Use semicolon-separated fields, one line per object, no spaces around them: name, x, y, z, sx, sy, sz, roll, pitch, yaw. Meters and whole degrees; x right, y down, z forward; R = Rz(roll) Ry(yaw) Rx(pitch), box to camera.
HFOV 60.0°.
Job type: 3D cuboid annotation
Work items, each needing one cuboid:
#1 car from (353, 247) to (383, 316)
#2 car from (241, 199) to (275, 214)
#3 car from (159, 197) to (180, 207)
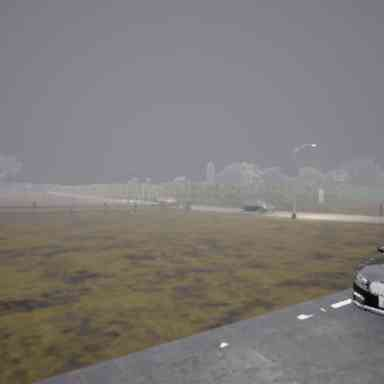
car;5.194;1.555;6.754;4.902;1.511;2.128;1;0;-35
car;8.335;1.789;42.216;2.097;1.767;4.553;-1;0;-35
car;-4.126;1.633;59.919;2.097;1.767;4.553;-1;1;-35
